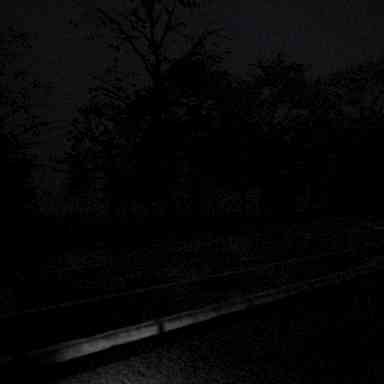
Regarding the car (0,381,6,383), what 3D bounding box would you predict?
[{"bbox_3d":[-3.041,1.527,0.963,4.674,1.442,1.812,0,0,-36],"label":"car"}]
